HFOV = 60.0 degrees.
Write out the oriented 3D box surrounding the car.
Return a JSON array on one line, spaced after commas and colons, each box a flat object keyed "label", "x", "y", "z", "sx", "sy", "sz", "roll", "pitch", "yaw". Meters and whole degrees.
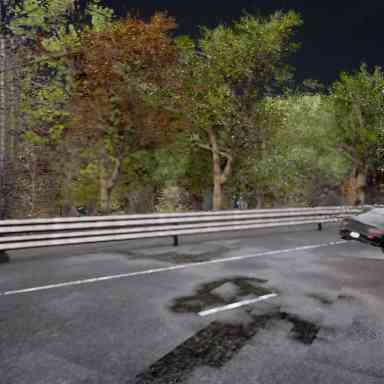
[{"label": "car", "x": 7.843, "y": 1.442, "z": 13.465, "sx": 4.674, "sy": 1.442, "sz": 1.812, "roll": 2, "pitch": 10, "yaw": -36}]
